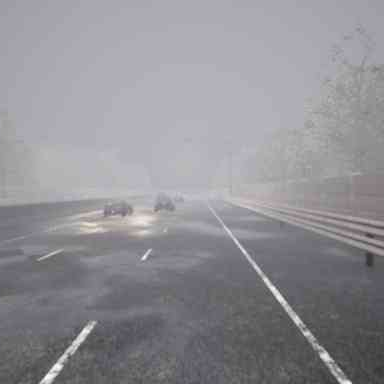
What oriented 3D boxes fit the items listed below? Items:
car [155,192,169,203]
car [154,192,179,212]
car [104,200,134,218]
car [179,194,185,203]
[{"bbox_3d":[-5.942,1.048,66.819,2.150,2.045,5.566,-1,0,1],"label":"car"},{"bbox_3d":[-2.891,1.235,36.924,2.097,1.767,4.553,-1,0,1],"label":"car"},{"bbox_3d":[-6.496,1.445,29.799,2.128,1.511,4.902,-1,0,1],"label":"car"},{"bbox_3d":[-2.503,1.148,62.715,2.097,1.767,4.553,-1,0,1],"label":"car"}]
